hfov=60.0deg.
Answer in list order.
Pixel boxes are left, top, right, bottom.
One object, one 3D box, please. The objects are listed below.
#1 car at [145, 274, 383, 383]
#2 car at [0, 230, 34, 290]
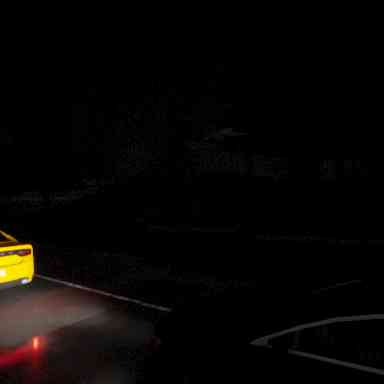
[{"bbox_3d":[1.767,1.492,2.747,4.902,1.511,2.128,0,0,35],"label":"car"},{"bbox_3d":[-5.831,1.467,8.000,5.008,1.535,1.882,0,0,35],"label":"car"}]
